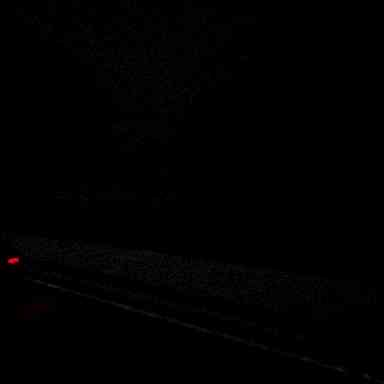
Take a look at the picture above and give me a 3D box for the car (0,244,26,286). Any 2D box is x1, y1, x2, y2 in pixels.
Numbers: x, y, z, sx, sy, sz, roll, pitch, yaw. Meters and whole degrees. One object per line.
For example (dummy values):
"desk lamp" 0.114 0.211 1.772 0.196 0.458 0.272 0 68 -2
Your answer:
"car" -6.201 1.535 8.104 5.357 1.411 2.033 0 0 35
